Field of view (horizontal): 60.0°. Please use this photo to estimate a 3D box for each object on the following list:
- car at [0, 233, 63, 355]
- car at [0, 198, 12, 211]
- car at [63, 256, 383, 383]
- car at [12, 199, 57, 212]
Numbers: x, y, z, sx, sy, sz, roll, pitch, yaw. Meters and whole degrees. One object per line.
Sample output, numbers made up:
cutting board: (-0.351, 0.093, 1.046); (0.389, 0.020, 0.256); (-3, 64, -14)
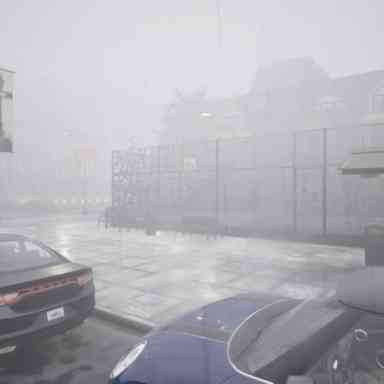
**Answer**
car: (-3.844, 1.479, 5.864); (5.008, 1.535, 2.097); (0, 0, 35)
car: (-22.597, 1.486, 38.535); (2.128, 1.511, 4.902); (0, 0, 35)
car: (1.475, 1.354, 2.256); (4.553, 1.767, 2.185); (0, 0, 35)
car: (-18.071, 1.559, 38.877); (1.994, 1.385, 4.181); (0, 0, 35)
